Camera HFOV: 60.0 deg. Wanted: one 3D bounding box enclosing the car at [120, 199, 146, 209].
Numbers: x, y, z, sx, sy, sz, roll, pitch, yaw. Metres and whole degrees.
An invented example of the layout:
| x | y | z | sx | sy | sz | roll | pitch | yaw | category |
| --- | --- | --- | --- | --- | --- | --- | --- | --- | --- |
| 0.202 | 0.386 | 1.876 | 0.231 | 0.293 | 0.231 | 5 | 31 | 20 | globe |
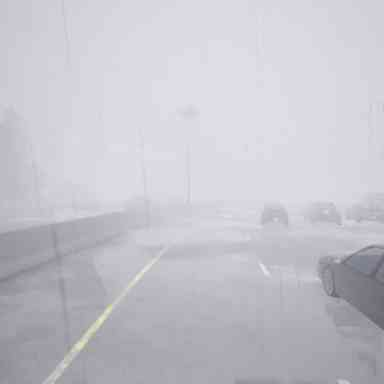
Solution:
| x | y | z | sx | sy | sz | roll | pitch | yaw | category |
| --- | --- | --- | --- | --- | --- | --- | --- | --- | --- |
| -8.902 | 1.801 | 50.822 | 1.895 | 1.301 | 4.718 | 0 | 0 | 19 | car |

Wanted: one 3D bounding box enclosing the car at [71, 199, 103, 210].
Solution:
| x | y | z | sx | sy | sz | roll | pitch | yaw | category |
| --- | --- | --- | --- | --- | --- | --- | --- | --- | --- |
| -14.244 | 1.705 | 45.670 | 2.033 | 1.411 | 5.357 | 0 | 0 | 16 | car |

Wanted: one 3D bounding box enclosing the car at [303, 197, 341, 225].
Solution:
| x | y | z | sx | sy | sz | roll | pitch | yaw | category |
| --- | --- | --- | --- | --- | --- | --- | --- | --- | --- |
| 9.750 | 1.500 | 25.266 | 2.097 | 1.767 | 4.553 | 0 | 0 | 11 | car |

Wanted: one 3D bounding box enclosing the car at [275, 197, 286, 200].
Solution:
| x | y | z | sx | sy | sz | roll | pitch | yaw | category |
| --- | --- | --- | --- | --- | --- | --- | --- | --- | --- |
| 17.861 | 1.906 | 70.218 | 1.812 | 1.442 | 4.674 | 0 | 0 | 30 | car |

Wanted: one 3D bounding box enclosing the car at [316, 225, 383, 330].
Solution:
| x | y | z | sx | sy | sz | roll | pitch | yaw | category |
| --- | --- | --- | --- | --- | --- | --- | --- | --- | --- |
| 3.782 | 1.586 | 5.559 | 2.033 | 1.411 | 5.357 | 0 | 0 | 3 | car |

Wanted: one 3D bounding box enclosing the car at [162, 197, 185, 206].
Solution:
| x | y | z | sx | sy | sz | roll | pitch | yaw | category |
| --- | --- | --- | --- | --- | --- | --- | --- | --- | --- |
| -2.613 | 1.558 | 47.483 | 2.097 | 1.767 | 4.553 | 0 | 0 | 19 | car |

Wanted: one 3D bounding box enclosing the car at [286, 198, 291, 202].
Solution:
| x | y | z | sx | sy | sz | roll | pitch | yaw | category |
| --- | --- | --- | --- | --- | --- | --- | --- | --- | --- |
| 20.963 | 1.869 | 75.376 | 1.801 | 1.575 | 5.366 | 0 | 0 | 32 | car |

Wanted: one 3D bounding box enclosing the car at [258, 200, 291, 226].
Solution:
| x | y | z | sx | sy | sz | roll | pitch | yaw | category |
| --- | --- | --- | --- | --- | --- | --- | --- | --- | --- |
| 6.108 | 1.639 | 24.944 | 1.837 | 1.490 | 4.892 | 0 | 0 | 10 | car |

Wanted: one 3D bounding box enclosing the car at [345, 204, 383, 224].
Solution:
| x | y | z | sx | sy | sz | roll | pitch | yaw | category |
| --- | --- | --- | --- | --- | --- | --- | --- | --- | --- |
| 13.489 | 1.657 | 26.158 | 2.128 | 1.511 | 4.902 | 0 | 0 | 12 | car |

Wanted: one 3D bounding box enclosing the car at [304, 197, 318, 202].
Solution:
| x | y | z | sx | sy | sz | roll | pitch | yaw | category |
| --- | --- | --- | --- | --- | --- | --- | --- | --- | --- |
| 31.790 | 1.931 | 88.834 | 1.994 | 1.385 | 4.181 | 0 | 0 | 40 | car |

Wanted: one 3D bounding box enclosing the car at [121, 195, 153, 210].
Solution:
| x | y | z | sx | sy | sz | roll | pitch | yaw | category |
| --- | --- | --- | --- | --- | --- | --- | --- | --- | --- |
| -7.165 | 1.400 | 44.833 | 2.150 | 2.045 | 5.566 | 0 | 0 | 17 | car |

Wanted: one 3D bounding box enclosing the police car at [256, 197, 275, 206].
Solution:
| x | y | z | sx | sy | sz | roll | pitch | yaw | category |
| --- | --- | --- | --- | --- | --- | --- | --- | --- | --- |
| 13.368 | 1.751 | 61.732 | 1.930 | 1.638 | 5.238 | 0 | 0 | 26 | police car |
